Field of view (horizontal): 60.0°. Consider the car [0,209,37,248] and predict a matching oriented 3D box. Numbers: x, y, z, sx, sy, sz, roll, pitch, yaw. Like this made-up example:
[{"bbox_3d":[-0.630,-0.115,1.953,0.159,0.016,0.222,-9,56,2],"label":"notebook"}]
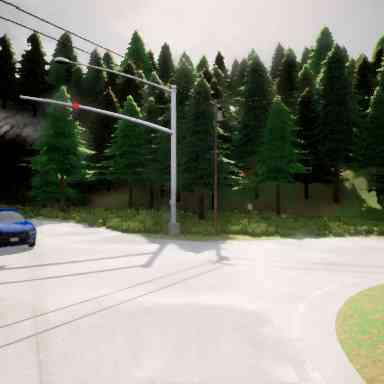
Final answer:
[{"bbox_3d":[-8.160,1.478,14.153,1.882,1.535,5.008,0,0,-41],"label":"car"}]
